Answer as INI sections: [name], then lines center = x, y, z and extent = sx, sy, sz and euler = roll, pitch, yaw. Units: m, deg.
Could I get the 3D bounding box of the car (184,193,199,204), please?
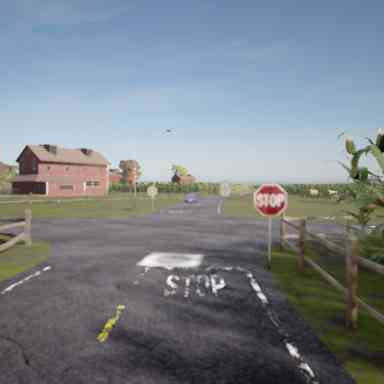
[car]
center = -0.031, 0.910, 47.748
extent = 1.812, 1.442, 4.674
euler = 0, 1, 6
